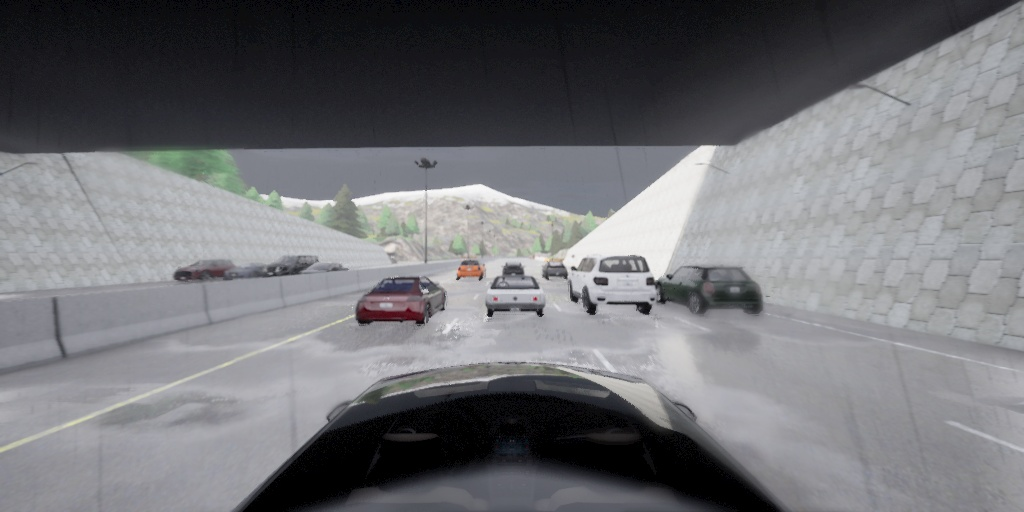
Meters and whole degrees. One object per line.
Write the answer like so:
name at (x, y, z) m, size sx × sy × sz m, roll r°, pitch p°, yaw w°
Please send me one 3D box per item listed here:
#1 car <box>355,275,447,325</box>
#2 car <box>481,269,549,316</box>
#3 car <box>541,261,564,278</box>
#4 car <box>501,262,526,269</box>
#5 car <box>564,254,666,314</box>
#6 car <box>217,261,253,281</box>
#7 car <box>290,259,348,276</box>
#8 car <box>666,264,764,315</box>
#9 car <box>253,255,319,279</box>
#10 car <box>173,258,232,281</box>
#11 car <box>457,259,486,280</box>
car at (-3.397, 1.303, 11.702) m, size 1.994 × 1.385 × 4.181 m, roll 0°, pitch 0°, yaw 0°
car at (0.103, 1.338, 13.174) m, size 1.895 × 1.301 × 4.718 m, roll 0°, pitch 0°, yaw 0°
car at (3.615, 1.209, 30.860) m, size 2.128 × 1.511 × 4.902 m, roll 0°, pitch 0°, yaw 0°
car at (0.115, 1.222, 30.926) m, size 1.837 × 1.490 × 4.892 m, roll 0°, pitch 0°, yaw 0°
car at (3.603, 0.958, 13.824) m, size 2.150 × 2.045 × 5.566 m, roll 0°, pitch 0°, yaw 0°
car at (-21.082, 1.282, 29.177) m, size 1.994 × 1.385 × 4.181 m, roll 0°, pitch 0°, yaw 0°
car at (-14.086, 1.226, 26.916) m, size 1.837 × 1.490 × 4.892 m, roll 0°, pitch 0°, yaw 0°
car at (7.103, 1.089, 13.547) m, size 2.097 × 1.767 × 4.553 m, roll 0°, pitch 0°, yaw 0°
car at (-17.584, 0.940, 28.904) m, size 2.150 × 2.045 × 5.566 m, roll 0°, pitch 0°, yaw 0°
car at (-24.580, 1.070, 29.018) m, size 2.097 × 1.767 × 4.553 m, roll 0°, pitch 0°, yaw 0°
car at (-3.385, 1.069, 30.593) m, size 2.097 × 1.767 × 4.553 m, roll 0°, pitch 0°, yaw 0°
